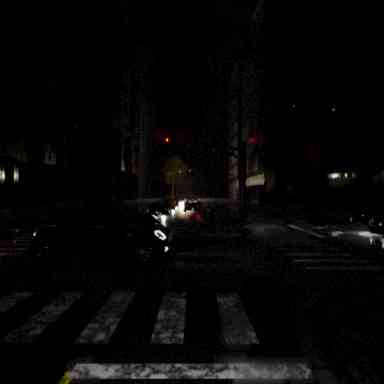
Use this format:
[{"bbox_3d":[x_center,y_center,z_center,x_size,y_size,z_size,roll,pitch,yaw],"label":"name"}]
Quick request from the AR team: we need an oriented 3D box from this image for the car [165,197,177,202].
[{"bbox_3d":[-3.124,1.530,33.995,2.033,1.411,5.357,0,0,4],"label":"car"}]

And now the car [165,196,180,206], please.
[{"bbox_3d":[-3.115,1.465,53.961,2.128,1.511,4.902,0,0,0],"label":"car"}]

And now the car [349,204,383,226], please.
[{"bbox_3d":[12.584,1.485,21.165,4.902,1.511,2.128,0,0,0],"label":"car"}]

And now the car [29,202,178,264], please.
[{"bbox_3d":[-2.875,1.345,11.253,4.553,1.767,2.097,0,0,0],"label":"car"}]

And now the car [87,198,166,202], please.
[{"bbox_3d":[-3.978,1.340,17.226,4.553,1.767,2.097,0,0,-33],"label":"car"}]

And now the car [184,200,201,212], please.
[{"bbox_3d":[0.047,1.581,38.847,1.895,1.301,4.718,0,0,0],"label":"car"}]

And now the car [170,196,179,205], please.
[{"bbox_3d":[-3.146,1.456,43.799,1.882,1.535,5.008,0,0,0],"label":"car"}]

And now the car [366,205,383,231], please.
[{"bbox_3d":[12.150,1.565,17.915,4.181,1.385,1.994,0,0,0],"label":"car"}]
